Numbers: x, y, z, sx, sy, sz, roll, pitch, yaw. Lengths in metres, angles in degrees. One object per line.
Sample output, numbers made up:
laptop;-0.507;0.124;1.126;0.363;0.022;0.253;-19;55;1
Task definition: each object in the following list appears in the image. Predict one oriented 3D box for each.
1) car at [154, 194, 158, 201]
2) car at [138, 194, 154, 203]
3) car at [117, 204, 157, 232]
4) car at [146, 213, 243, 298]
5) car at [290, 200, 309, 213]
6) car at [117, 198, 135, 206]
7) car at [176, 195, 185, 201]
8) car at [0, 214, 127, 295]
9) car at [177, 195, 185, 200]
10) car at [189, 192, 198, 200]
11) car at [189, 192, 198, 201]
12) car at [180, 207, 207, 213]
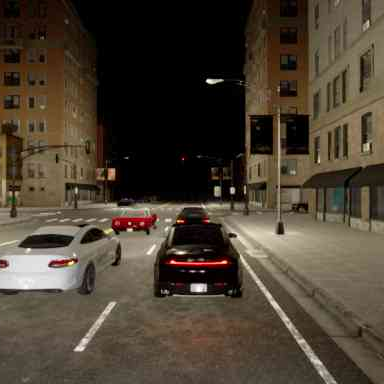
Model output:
car;-9.403;1.329;79.642;2.097;1.767;4.553;0;0;0
car;-9.466;1.533;66.821;2.033;1.411;5.357;0;0;0
car;-3.071;1.600;18.738;1.895;1.301;4.718;0;0;0
car;0.136;1.505;8.501;1.837;1.490;4.892;0;0;0
car;13.212;1.526;36.317;4.902;1.511;2.128;0;0;-1
car;-9.635;1.594;48.725;1.895;1.301;4.718;0;0;0
car;-2.900;1.502;80.157;1.812;1.442;4.674;0;0;0
car;-3.120;1.526;8.563;1.812;1.442;4.674;0;0;0
car;-2.856;1.398;90.160;1.994;1.385;4.181;0;0;0
car;0.394;1.070;90.175;2.150;2.045;5.566;0;0;0
car;0.349;1.477;79.726;1.837;1.490;4.892;0;0;0
car;0.075;1.524;17.746;1.812;1.442;4.674;0;0;0
